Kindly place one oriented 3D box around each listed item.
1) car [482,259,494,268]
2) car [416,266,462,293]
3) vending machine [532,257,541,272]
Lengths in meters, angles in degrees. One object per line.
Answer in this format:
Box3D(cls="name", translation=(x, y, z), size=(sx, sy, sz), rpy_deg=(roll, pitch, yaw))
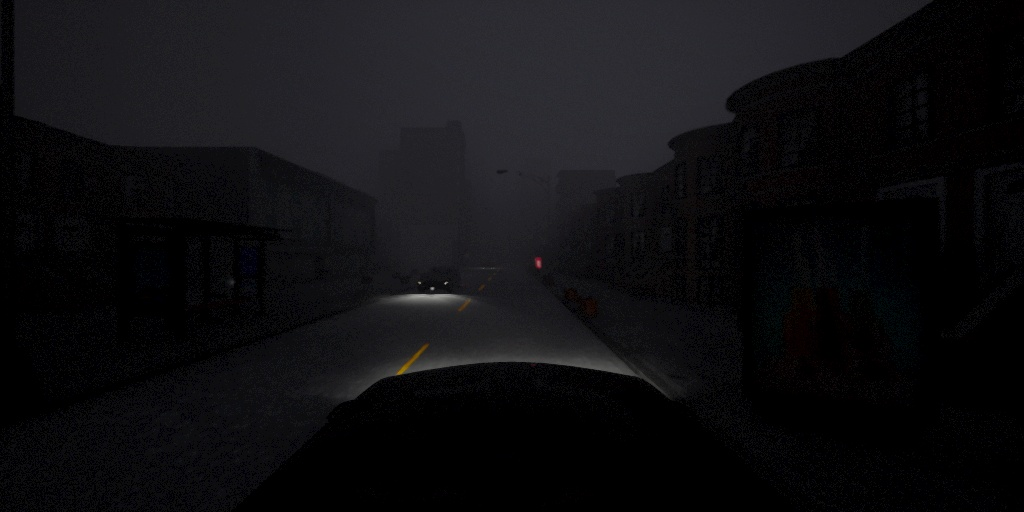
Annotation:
Box3D(cls="car", translation=(-4.096, 1.218, 62.300), size=(1.882, 1.535, 5.008), rpy_deg=(0, 0, 0))
Box3D(cls="car", translation=(-4.105, 1.294, 21.134), size=(2.033, 1.411, 5.357), rpy_deg=(0, 0, 0))
Box3D(cls="vending machine", translation=(4.241, 1.155, 57.501), size=(1.100, 2.100, 0.880), rpy_deg=(0, 0, 0))
